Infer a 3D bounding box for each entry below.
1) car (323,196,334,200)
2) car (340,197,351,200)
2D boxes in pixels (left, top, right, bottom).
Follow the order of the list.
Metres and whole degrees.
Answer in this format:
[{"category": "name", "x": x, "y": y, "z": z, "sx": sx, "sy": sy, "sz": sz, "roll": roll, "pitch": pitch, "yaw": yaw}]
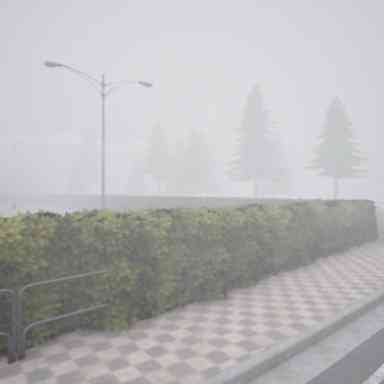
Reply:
[{"category": "car", "x": 33.380, "y": 1.625, "z": 80.534, "sx": 1.895, "sy": 1.301, "sz": 4.718, "roll": 0, "pitch": 0, "yaw": 5}, {"category": "car", "x": 32.521, "y": 1.682, "z": 70.593, "sx": 1.895, "sy": 1.301, "sz": 4.718, "roll": 0, "pitch": 0, "yaw": 5}]
